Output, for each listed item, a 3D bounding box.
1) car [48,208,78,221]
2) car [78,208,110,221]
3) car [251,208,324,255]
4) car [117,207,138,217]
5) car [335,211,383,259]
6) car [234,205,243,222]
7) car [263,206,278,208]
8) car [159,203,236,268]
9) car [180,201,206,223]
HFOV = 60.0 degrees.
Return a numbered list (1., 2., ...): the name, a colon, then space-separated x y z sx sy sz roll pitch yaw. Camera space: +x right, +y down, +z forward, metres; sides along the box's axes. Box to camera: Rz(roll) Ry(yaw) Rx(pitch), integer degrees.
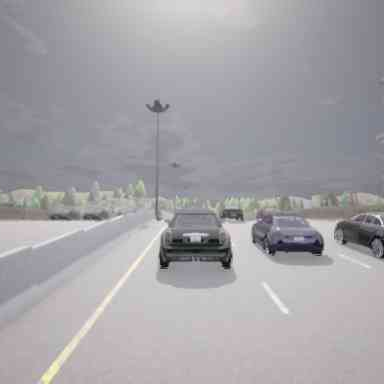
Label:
1. car: -14.087 2.493 37.228 2.033 1.411 5.357 0 -5 0
2. car: -10.588 2.492 37.210 2.033 1.411 5.357 0 -5 0
3. car: 3.603 1.546 13.205 1.994 1.385 4.181 0 0 0
4. car: -7.085 2.443 37.441 1.882 1.535 5.008 0 -5 0
5. car: 7.102 1.475 12.508 2.128 1.511 4.902 0 0 0
6. car: 3.605 1.986 31.315 1.882 1.535 5.008 0 -4 0
7. car: 7.105 2.014 30.387 1.994 1.385 4.181 0 -3 0
8. car: 0.102 1.336 11.420 2.097 1.767 4.553 0 0 0
9. car: 0.105 1.737 29.252 2.097 1.767 4.553 0 -3 0
